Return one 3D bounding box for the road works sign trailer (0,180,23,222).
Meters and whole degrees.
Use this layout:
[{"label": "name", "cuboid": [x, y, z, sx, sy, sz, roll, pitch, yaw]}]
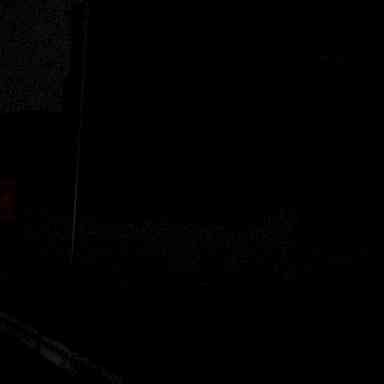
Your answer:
[{"label": "road works sign trailer", "cuboid": [-10.933, 0.515, 17.098, 2.880, 2.380, 3.560, 3, 3, -7]}]
